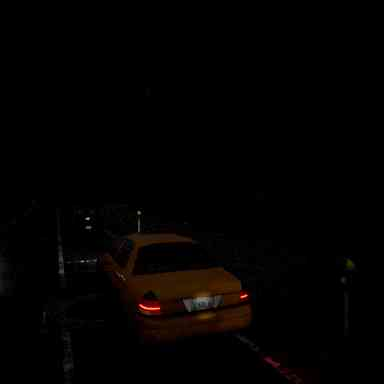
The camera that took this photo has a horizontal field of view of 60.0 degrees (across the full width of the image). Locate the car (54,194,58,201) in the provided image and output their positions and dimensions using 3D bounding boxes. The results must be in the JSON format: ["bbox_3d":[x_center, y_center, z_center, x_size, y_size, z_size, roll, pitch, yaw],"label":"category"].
[{"bbox_3d":[-31.263,1.469,79.729,1.967,1.590,4.097,0,0,-23],"label":"car"}]

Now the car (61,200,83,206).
[{"bbox_3d":[-8.126,1.551,23.869,2.008,1.369,4.403,0,0,-22],"label":"car"}]

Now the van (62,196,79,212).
[{"bbox_3d":[-14.395,1.342,39.209,1.690,1.788,3.998,0,0,-22],"label":"van"}]

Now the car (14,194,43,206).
[{"bbox_3d":[-26.709,1.545,54.255,5.357,1.411,2.033,0,0,32],"label":"car"}]

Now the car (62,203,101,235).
[{"bbox_3d":[-6.037,1.551,18.756,2.008,1.369,4.403,0,0,-22],"label":"car"}]

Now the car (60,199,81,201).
[{"bbox_3d":[-10.216,1.567,28.982,1.947,1.339,4.313,0,0,-22],"label":"car"}]

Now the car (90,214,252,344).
[{"bbox_3d":[-0.831,1.457,6.788,1.801,1.575,5.366,0,0,-22],"label":"car"}]

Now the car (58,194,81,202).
[{"bbox_3d":[-12.305,1.316,34.096,2.192,1.841,5.009,0,0,-22],"label":"car"}]
